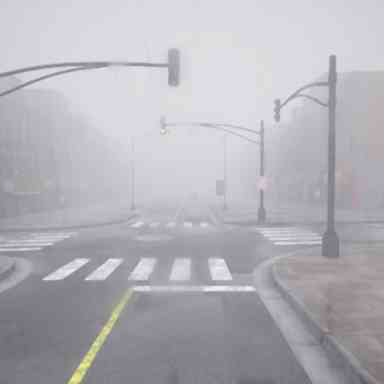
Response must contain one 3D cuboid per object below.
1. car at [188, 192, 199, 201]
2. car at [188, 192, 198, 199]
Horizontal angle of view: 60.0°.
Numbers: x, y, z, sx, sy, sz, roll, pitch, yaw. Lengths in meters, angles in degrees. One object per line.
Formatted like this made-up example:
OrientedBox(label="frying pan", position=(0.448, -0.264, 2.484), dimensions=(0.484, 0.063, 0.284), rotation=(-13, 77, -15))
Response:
OrientedBox(label="car", position=(0.207, 0.838, 58.309), dimensions=(1.837, 1.490, 4.892), rotation=(0, 1, 0))
OrientedBox(label="car", position=(0.244, 0.745, 68.730), dimensions=(2.033, 1.411, 5.357), rotation=(0, 1, 0))
